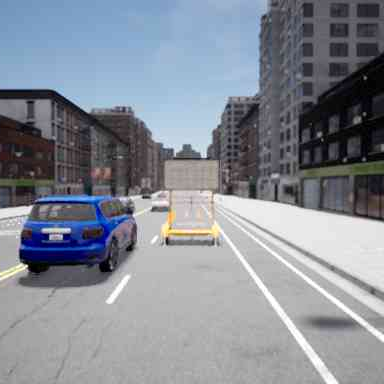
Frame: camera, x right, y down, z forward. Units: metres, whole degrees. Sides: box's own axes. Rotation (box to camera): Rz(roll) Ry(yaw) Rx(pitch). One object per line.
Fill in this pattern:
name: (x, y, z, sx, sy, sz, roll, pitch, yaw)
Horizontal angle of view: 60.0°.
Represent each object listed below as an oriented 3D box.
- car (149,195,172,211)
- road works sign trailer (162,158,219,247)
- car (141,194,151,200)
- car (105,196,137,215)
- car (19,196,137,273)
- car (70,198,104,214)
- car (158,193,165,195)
car: (-3.264, 1.299, 36.355, 1.895, 1.301, 4.718, 0, 0, 0)
road works sign trailer: (-0.017, 0.333, 14.328, 2.380, 3.560, 2.880, 0, 0, 2)
car: (-9.985, 1.061, 73.145, 1.895, 1.301, 4.718, 0, 0, 0)
car: (-6.695, 1.226, 31.930, 2.128, 1.511, 4.902, 0, 0, 0)
car: (-3.178, 1.126, 10.435, 2.150, 2.045, 5.566, 0, 0, 0)
car: (-9.944, 1.302, 31.841, 1.994, 1.385, 4.181, 0, 0, 0)
car: (-6.736, 0.940, 73.185, 1.882, 1.535, 5.008, 0, 0, 0)
